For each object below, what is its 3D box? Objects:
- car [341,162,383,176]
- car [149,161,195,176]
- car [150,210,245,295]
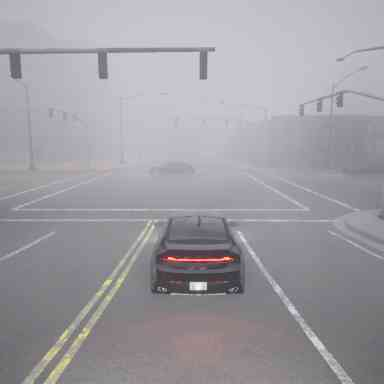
[{"bbox_3d":[18.921,-2.470,35.592,5.357,1.411,2.033,0,8,0],"label":"car"},{"bbox_3d":[-2.126,-2.523,35.717,4.892,1.490,1.837,0,8,0],"label":"car"},{"bbox_3d":[0.114,1.198,8.097,1.837,1.490,4.892,0,4,0],"label":"car"}]
